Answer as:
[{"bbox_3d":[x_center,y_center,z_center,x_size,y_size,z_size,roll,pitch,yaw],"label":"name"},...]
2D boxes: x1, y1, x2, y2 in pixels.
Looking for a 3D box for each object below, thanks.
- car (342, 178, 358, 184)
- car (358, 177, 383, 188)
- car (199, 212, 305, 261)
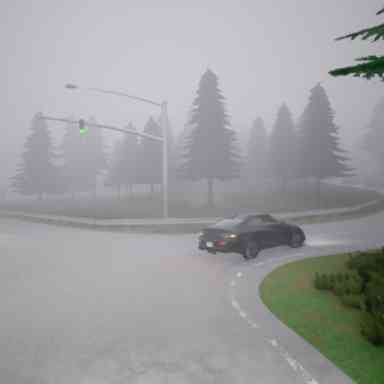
[{"bbox_3d":[25.531,-2.072,53.704,1.994,1.385,4.181,0,5,17],"label":"car"},{"bbox_3d":[24.313,-1.189,43.535,1.837,1.490,4.892,0,5,-2],"label":"car"},{"bbox_3d":[2.288,1.477,12.267,4.674,1.442,1.812,-1,0,-42],"label":"car"}]
